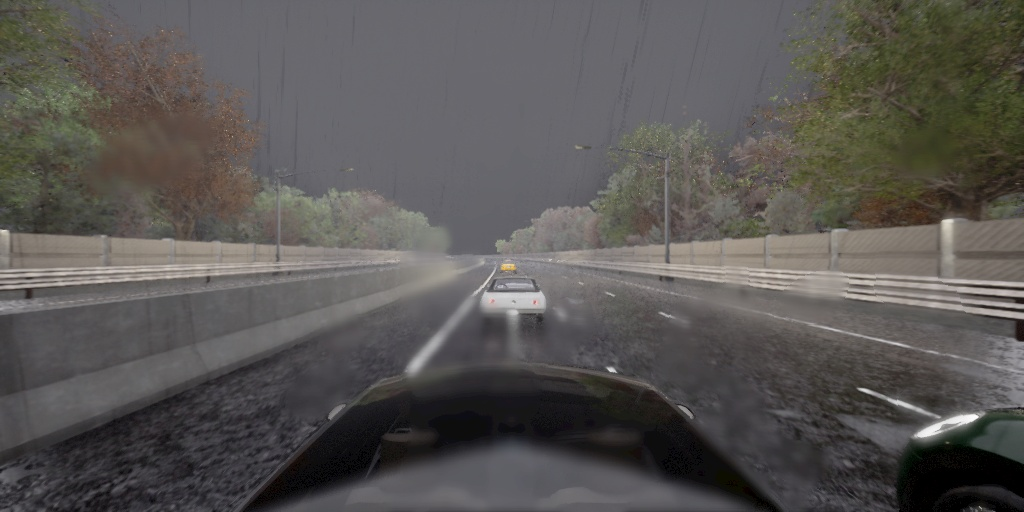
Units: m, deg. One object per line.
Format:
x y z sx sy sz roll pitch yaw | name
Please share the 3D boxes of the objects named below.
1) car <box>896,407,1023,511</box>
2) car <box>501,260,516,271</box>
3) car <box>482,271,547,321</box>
3.592 1.100 0.439 2.097 1.767 4.553 0 0 0 | car
-0.447 1.223 44.632 1.801 1.575 5.366 0 0 -1 | car
0.056 1.355 12.420 1.895 1.301 4.718 0 0 0 | car
